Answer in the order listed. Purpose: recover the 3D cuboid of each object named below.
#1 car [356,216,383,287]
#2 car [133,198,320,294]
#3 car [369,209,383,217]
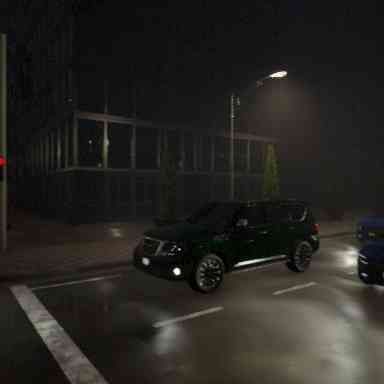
[{"bbox_3d":[6.111,1.458,8.337,5.008,1.535,1.882,0,0,-35],"label":"car"},{"bbox_3d":[1.203,1.209,9.137,5.566,2.045,2.150,0,0,-36],"label":"car"},{"bbox_3d":[9.347,1.444,14.948,5.008,1.535,1.882,0,0,-35],"label":"car"}]
